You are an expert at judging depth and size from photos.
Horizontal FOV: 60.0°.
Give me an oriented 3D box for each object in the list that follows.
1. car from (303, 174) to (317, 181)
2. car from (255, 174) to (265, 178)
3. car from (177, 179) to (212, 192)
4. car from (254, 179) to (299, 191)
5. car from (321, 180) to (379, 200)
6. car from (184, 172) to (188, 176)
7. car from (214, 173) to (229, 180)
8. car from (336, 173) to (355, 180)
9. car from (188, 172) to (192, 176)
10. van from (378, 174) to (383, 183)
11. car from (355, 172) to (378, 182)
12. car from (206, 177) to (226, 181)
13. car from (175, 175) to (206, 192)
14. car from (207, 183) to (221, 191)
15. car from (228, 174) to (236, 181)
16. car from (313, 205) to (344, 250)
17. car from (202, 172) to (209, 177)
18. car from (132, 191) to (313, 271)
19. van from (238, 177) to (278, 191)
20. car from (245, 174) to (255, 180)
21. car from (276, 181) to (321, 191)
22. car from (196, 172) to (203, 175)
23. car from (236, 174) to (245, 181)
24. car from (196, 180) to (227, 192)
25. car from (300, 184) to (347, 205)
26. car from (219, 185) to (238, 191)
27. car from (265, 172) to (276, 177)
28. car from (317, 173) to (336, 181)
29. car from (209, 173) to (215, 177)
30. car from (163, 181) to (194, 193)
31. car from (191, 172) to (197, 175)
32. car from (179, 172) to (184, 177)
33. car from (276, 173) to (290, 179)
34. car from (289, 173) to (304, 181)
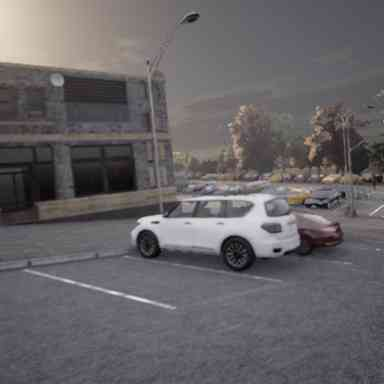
[{"bbox_3d":[19.941,-2.133,52.587,2.002,1.452,4.674,0,6,43],"label":"car"},{"bbox_3d":[14.578,-2.846,63.132,2.185,1.767,4.553,1,7,44],"label":"car"},{"bbox_3d":[0.452,-0.545,50.726,2.002,1.452,4.674,1,8,43],"label":"car"},{"bbox_3d":[8.856,0.092,34.673,2.185,1.767,4.553,-1,7,41],"label":"car"},{"bbox_3d":[15.272,-0.044,33.025,2.128,1.511,4.902,-7,7,-29],"label":"car"},{"bbox_3d":[0.944,-4.331,92.752,4.792,1.488,2.163,-8,6,-43],"label":"car"},{"bbox_3d":[8.179,-3.441,76.470,5.008,1.535,2.097,-8,6,-44],"label":"car"},{"bbox_3d":[22.847,-1.933,47.500,1.946,1.575,5.366,0,6,42],"label":"car"},{"bbox_3d":[2.104,-4.170,89.986,4.792,1.488,2.163,-8,7,-43],"label":"car"},{"bbox_3d":[25.480,-1.870,42.067,1.878,1.987,4.442,1,6,41],"label":"van"},{"bbox_3d":[24.107,-1.905,44.730,2.185,1.767,4.553,0,6,42],"label":"car"},{"bbox_3d":[3.179,-1.195,55.900,1.812,1.442,4.674,-7,6,-26],"label":"car"},{"bbox_3d":[-0.914,-0.977,53.423,2.435,2.045,5.566,0,7,43],"label":"car"},{"bbox_3d":[4.604,-0.138,42.682,2.002,1.452,4.674,0,8,42],"label":"car"},{"bbox_3d":[10.713,-3.121,71.139,2.163,1.488,4.792,1,6,45],"label":"car"},{"bbox_3d":[3.091,1.365,12.349,4.674,1.452,2.002,-1,0,36],"label":"car"},{"bbox_3d":[5.729,-3.741,81.866,4.892,1.521,2.231,-8,6,-44],"label":"car"},{"bbox_3d":[0.566,1.123,10.660,5.566,2.045,2.435,-1,0,36],"label":"car"},{"bbox_3d":[7.497,-0.154,37.422,1.878,1.987,4.442,0,7,41],"label":"van"},{"bbox_3d":[13.248,-2.859,65.775,2.097,1.535,5.008,1,6,44],"label":"car"},{"bbox_3d":[10.472,0.312,32.207,1.946,1.575,5.366,-1,7,41],"label":"car"},{"bbox_3d":[4.394,-3.879,84.444,5.366,1.575,1.946,-8,7,-43],"label":"car"},{"bbox_3d":[11.948,-2.969,68.416,2.163,1.488,4.792,2,7,45],"label":"car"},{"bbox_3d":[3.197,-0.271,45.356,2.002,1.452,4.674,0,7,42],"label":"car"},{"bbox_3d":[11.654,0.516,29.391,2.163,1.488,4.792,0,7,40],"label":"car"},{"bbox_3d":[6.005,-0.043,40.010,2.231,1.521,4.892,0,7,42],"label":"car"},{"bbox_3d":[16.007,-2.601,60.612,1.946,1.575,5.366,1,6,44],"label":"car"},{"bbox_3d":[21.206,-2.026,49.830,1.946,1.575,5.366,1,7,42],"label":"car"},{"bbox_3d":[6.925,-3.713,79.136,4.553,1.767,2.185,-8,6,-44],"label":"car"},{"bbox_3d":[-2.250,-0.864,56.128,2.097,1.535,5.008,0,7,44],"label":"car"},{"bbox_3d":[3.322,-4.301,87.289,5.566,2.045,2.435,-8,6,-43],"label":"car"},{"bbox_3d":[-0.407,-4.495,95.318,5.366,1.575,1.946,-8,7,-43],"label":"car"},{"bbox_3d":[17.189,-2.564,57.806,2.185,1.767,4.553,1,6,43],"label":"car"},{"bbox_3d":[18.571,-2.266,55.209,2.002,1.452,4.674,1,6,43],"label":"car"}]
